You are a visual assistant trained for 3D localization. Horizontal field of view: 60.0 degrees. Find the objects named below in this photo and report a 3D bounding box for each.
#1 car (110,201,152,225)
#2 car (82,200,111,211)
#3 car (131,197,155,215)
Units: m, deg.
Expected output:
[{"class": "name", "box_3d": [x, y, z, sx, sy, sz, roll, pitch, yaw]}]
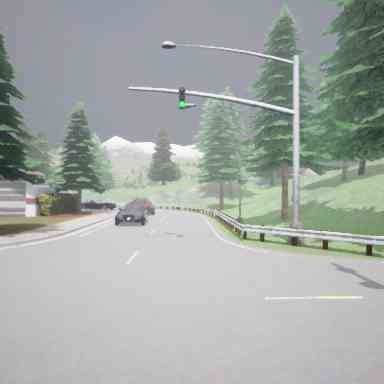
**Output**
[{"class": "car", "box_3d": [-4.225, 1.559, 23.688, 1.994, 1.385, 4.181, 0, 0, -3]}, {"class": "car", "box_3d": [-11.796, 1.598, 41.147, 4.718, 1.301, 1.895, 0, 0, 14]}, {"class": "car", "box_3d": [-5.150, 1.345, 33.470, 2.097, 1.767, 4.553, 0, 0, -20]}]
